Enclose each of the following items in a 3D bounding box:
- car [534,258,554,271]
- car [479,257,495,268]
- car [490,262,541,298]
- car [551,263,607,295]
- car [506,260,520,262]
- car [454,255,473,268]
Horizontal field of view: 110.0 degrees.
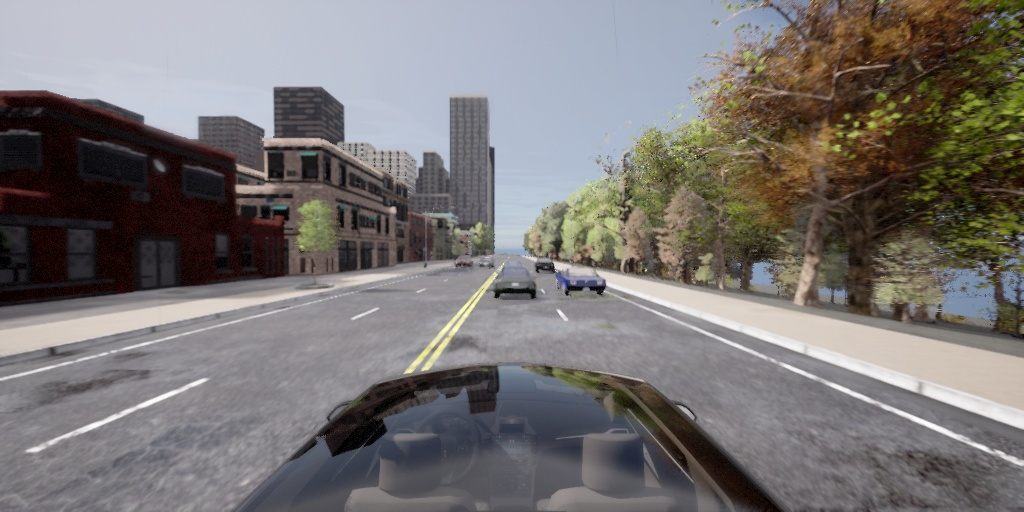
[{"bbox_3d":[3.363,0.922,37.978,1.882,1.535,5.008,0,1,0],"label":"car"},{"bbox_3d":[-3.290,0.851,47.979,2.128,1.511,4.902,0,1,0],"label":"car"},{"bbox_3d":[0.120,1.181,17.577,1.994,1.385,4.181,0,0,-1],"label":"car"},{"bbox_3d":[3.360,1.211,18.410,1.895,1.301,4.718,0,0,0],"label":"car"},{"bbox_3d":[0.082,1.049,31.301,2.033,1.411,5.357,0,1,0],"label":"car"},{"bbox_3d":[-6.529,0.704,48.985,2.097,1.767,4.553,0,0,1],"label":"car"}]
